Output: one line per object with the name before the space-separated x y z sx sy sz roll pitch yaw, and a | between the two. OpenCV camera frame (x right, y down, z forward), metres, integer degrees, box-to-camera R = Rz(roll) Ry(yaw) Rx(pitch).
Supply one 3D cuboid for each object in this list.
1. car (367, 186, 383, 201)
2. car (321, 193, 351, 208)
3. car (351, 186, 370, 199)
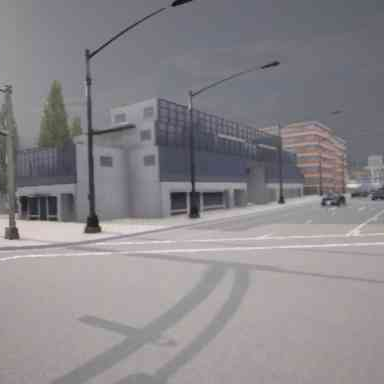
car | 24.293 0.378 42.657 2.033 1.411 5.357 -2 1 36
car | 15.438 0.851 36.233 2.128 1.511 4.902 -2 1 35
car | 25.173 0.245 49.933 1.895 1.301 4.718 -2 1 36
